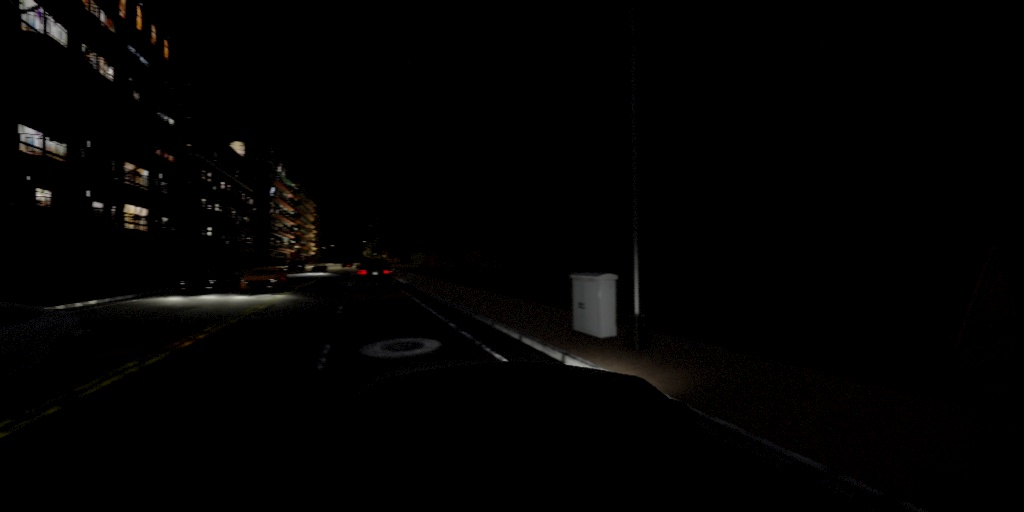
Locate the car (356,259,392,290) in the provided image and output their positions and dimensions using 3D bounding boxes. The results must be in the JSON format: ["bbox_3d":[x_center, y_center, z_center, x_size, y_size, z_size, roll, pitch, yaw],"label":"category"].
[{"bbox_3d":[-9.846,1.213,25.581,2.150,2.045,5.566,0,0,-23],"label":"car"}]

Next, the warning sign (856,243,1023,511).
[{"bbox_3d":[3.172,0.846,2.360,1.300,1.860,1.060,0,0,-23],"label":"warning sign"}]

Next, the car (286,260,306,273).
[{"bbox_3d":[-33.184,1.579,55.004,2.150,2.045,5.566,0,0,-23],"label":"car"}]

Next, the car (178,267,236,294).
[{"bbox_3d":[-19.528,1.523,23.222,1.882,1.535,5.008,0,-1,-23],"label":"car"}]

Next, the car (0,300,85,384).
[{"bbox_3d":[-8.138,1.359,4.741,1.812,1.442,4.674,0,-1,-23],"label":"car"}]

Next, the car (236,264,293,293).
[{"bbox_3d":[-16.256,1.502,23.815,1.882,1.535,5.008,0,-1,-23],"label":"car"}]

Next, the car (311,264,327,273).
[{"bbox_3d":[-30.199,1.942,56.296,1.895,1.301,4.718,0,0,-23],"label":"car"}]
